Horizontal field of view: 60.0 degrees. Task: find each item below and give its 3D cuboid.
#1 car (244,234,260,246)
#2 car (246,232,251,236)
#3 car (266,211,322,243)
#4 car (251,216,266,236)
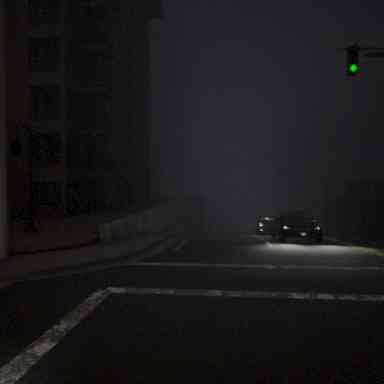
[{"bbox_3d":[8.094,6.542,45.374,1.837,1.490,4.892,0,-10,6],"label":"car"},{"bbox_3d":[7.051,4.697,35.531,1.812,1.442,4.674,0,-11,6],"label":"car"},{"bbox_3d":[5.089,1.682,16.778,1.812,1.442,4.674,0,-3,6],"label":"car"},{"bbox_3d":[6.018,2.643,25.872,2.097,1.767,4.553,0,-10,6],"label":"car"}]
